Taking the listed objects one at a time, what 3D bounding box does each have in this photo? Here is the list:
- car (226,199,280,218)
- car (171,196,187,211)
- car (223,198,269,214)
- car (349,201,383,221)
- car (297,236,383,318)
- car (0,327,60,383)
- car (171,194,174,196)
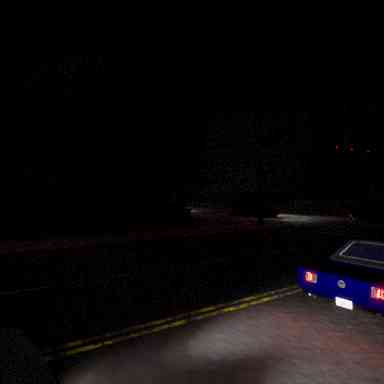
[{"bbox_3d":[5.686,1.477,30.292,1.882,1.535,5.008,0,0,-35],"label":"car"},{"bbox_3d":[-2.772,1.548,42.160,2.033,1.411,5.357,0,0,-36],"label":"car"},{"bbox_3d":[5.802,1.492,36.196,2.128,1.511,4.902,0,0,-36],"label":"car"},{"bbox_3d":[14.810,1.507,25.668,4.892,1.490,1.837,-1,1,37],"label":"car"},{"bbox_3d":[4.403,1.601,6.911,4.718,1.301,1.895,0,0,-35],"label":"car"},{"bbox_3d":[-3.079,1.601,1.556,4.718,1.301,1.895,0,0,-35],"label":"car"},{"bbox_3d":[-3.807,1.223,49.624,2.150,2.045,5.566,0,0,-35],"label":"car"}]
